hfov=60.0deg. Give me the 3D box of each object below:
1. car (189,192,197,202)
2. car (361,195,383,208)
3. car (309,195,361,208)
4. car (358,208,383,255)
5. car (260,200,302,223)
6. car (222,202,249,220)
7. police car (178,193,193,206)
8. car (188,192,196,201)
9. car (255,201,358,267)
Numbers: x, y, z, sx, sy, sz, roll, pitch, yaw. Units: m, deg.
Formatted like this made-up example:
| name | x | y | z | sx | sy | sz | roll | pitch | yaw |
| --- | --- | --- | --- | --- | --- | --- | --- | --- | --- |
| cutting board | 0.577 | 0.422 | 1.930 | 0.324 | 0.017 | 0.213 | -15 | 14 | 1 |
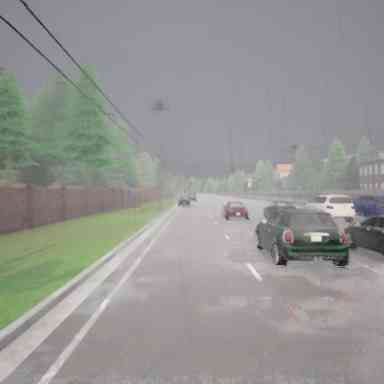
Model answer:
| name | x | y | z | sx | sy | sz | roll | pitch | yaw |
| --- | --- | --- | --- | --- | --- | --- | --- | --- | --- |
| car | 0.023 | 1.322 | 72.755 | 1.882 | 1.535 | 5.008 | 0 | 0 | 0 |
| car | 14.072 | 1.235 | 25.917 | 2.150 | 2.045 | 5.566 | 0 | 0 | 0 |
| car | 10.571 | 1.234 | 25.964 | 2.150 | 2.045 | 5.566 | 0 | 0 | 0 |
| car | 7.071 | 1.510 | 11.638 | 1.837 | 1.490 | 4.892 | 0 | 0 | 0 |
| car | 7.077 | 1.503 | 26.977 | 2.128 | 1.511 | 4.902 | 0 | 0 | 0 |
| car | 3.581 | 1.537 | 27.955 | 1.812 | 1.442 | 4.674 | 0 | 0 | 0 |
| police car | -1.208 | 1.447 | 53.761 | 1.930 | 1.638 | 5.238 | 0 | 0 | 0 |
| car | 0.028 | 1.106 | 85.707 | 2.150 | 2.045 | 5.566 | 0 | 0 | 0 |
| car | 3.569 | 1.356 | 11.635 | 2.097 | 1.767 | 4.553 | 0 | 0 | 0 |
